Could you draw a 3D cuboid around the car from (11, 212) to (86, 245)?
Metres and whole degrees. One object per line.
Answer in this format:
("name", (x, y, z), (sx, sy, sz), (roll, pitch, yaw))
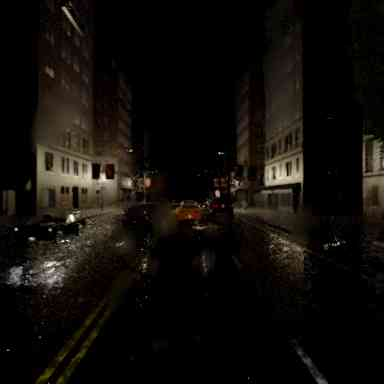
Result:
("car", (-6.784, 1.689, 16.288), (1.895, 1.301, 4.718), (0, 0, -1))

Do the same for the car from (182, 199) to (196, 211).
("car", (-0.385, 1.799, 45.962), (1.882, 1.535, 5.008), (0, -1, 0))

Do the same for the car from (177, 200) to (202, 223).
("car", (-0.193, 1.670, 27.207), (1.882, 1.535, 5.008), (0, 0, -1))

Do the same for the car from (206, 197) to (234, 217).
("car", (2.980, 1.480, 34.546), (2.150, 2.045, 5.566), (0, 0, -1))

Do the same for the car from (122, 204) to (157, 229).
("car", (-3.604, 1.629, 23.392), (1.882, 1.535, 5.008), (0, 0, -1))
